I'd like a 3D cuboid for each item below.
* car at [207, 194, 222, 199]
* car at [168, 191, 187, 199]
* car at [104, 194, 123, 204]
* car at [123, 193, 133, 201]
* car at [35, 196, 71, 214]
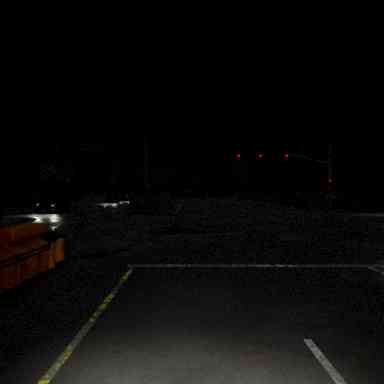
[{"bbox_3d":[6.915,1.146,94.695,2.033,1.411,5.357,0,0,-18],"label":"car"},{"bbox_3d":[-4.254,0.822,95.251,2.150,2.045,5.566,0,0,-22],"label":"car"},{"bbox_3d":[-14.059,1.270,58.555,1.837,1.490,4.892,0,0,0],"label":"car"},{"bbox_3d":[-14.016,1.067,70.633,2.097,1.767,4.553,0,0,0],"label":"car"},{"bbox_3d":[-14.090,1.227,33.853,2.097,1.767,4.553,0,0,0],"label":"car"}]
